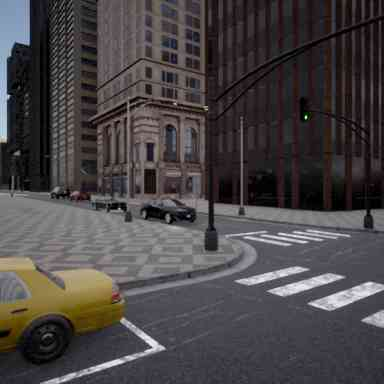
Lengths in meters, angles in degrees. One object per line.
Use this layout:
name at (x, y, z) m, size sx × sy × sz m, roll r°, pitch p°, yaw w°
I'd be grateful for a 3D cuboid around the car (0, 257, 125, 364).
car at (-3.317, 1.525, 4.283) m, size 4.829 × 1.417 × 1.752 m, roll 0°, pitch 0°, yaw -35°

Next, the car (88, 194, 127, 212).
car at (-7.451, 1.058, 30.085) m, size 1.895 × 1.301 × 4.718 m, roll 0°, pitch 1°, yaw -36°

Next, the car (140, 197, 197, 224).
car at (-1.660, 1.127, 21.996) m, size 1.882 × 1.535 × 5.008 m, roll 0°, pitch 1°, yaw -36°

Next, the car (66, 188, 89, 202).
car at (-16.019, 0.574, 47.460) m, size 1.882 × 1.535 × 5.008 m, roll 0°, pitch 1°, yaw -35°

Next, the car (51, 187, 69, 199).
car at (-21.984, 0.131, 55.718) m, size 2.150 × 2.045 × 5.566 m, roll 0°, pitch 1°, yaw -36°
